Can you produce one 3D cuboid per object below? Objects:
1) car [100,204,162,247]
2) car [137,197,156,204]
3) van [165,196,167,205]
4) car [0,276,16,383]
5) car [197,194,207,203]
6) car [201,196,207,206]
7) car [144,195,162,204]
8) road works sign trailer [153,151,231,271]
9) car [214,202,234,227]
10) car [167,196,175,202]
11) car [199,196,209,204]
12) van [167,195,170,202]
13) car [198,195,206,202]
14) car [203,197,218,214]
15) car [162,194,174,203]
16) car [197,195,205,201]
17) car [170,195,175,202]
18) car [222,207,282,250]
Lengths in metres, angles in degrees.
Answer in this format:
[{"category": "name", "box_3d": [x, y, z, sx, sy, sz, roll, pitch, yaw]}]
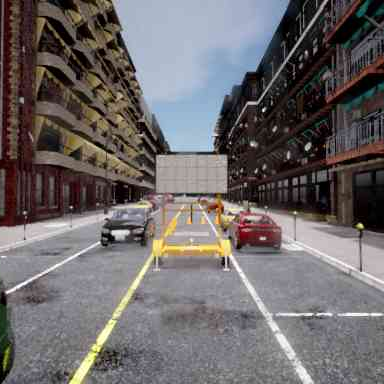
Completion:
[{"category": "car", "box_3d": [-2.767, 1.509, 15.175, 2.128, 1.511, 4.902, 0, 0, 0]}, {"category": "car", "box_3d": [-5.334, 1.589, 36.303, 1.752, 1.417, 4.829, 2, 0, 0]}, {"category": "van", "box_3d": [-5.349, 1.453, 53.063, 1.690, 1.788, 3.998, 2, 0, 0]}, {"category": "car", "box_3d": [-2.745, 1.222, 0.888, 2.150, 2.045, 5.566, 0, 0, 0]}, {"category": "car", "box_3d": [2.465, 1.543, 80.666, 2.192, 1.841, 5.009, 1, 0, 0]}, {"category": "car", "box_3d": [2.539, 1.629, 41.950, 2.008, 1.369, 4.403, 1, 0, 0]}, {"category": "car", "box_3d": [-5.335, 1.394, 42.005, 2.192, 1.841, 5.009, 2, 0, 0]}, {"category": "road works sign trailer", "box_3d": [-0.011, 0.475, 10.959, 2.380, 3.560, 2.880, 0, 0, 0]}, {"category": "car", "box_3d": [2.565, 1.551, 19.998, 1.752, 1.417, 4.829, 1, 0, 0]}, {"category": "car", "box_3d": [-5.393, 1.822, 86.247, 1.947, 1.339, 4.313, 1, 0, 0]}, {"category": "car", "box_3d": [2.517, 1.618, 69.604, 1.967, 1.590, 4.097, 1, 0, 0]}, {"category": "van", "box_3d": [-5.356, 1.474, 58.595, 1.690, 1.788, 3.998, 1, 0, 0]}, {"category": "car", "box_3d": [2.520, 1.677, 58.542, 1.887, 1.381, 4.507, 1, 0, 0]}, {"category": "car", "box_3d": [2.545, 1.608, 36.418, 1.887, 1.381, 4.507, 1, 0, 0]}, {"category": "car", "box_3d": [-5.374, 1.518, 75.186, 2.192, 1.841, 5.009, 1, 0, 0]}, {"category": "car", "box_3d": [2.449, 1.725, 91.729, 1.967, 1.590, 4.097, 1, 0, 0]}, {"category": "car", "box_3d": [-5.368, 1.493, 69.656, 2.192, 1.841, 5.009, 1, 0, 0]}, {"category": "car", "box_3d": [2.571, 1.561, 14.296, 1.887, 1.381, 4.507, 1, 0, 0]}]
